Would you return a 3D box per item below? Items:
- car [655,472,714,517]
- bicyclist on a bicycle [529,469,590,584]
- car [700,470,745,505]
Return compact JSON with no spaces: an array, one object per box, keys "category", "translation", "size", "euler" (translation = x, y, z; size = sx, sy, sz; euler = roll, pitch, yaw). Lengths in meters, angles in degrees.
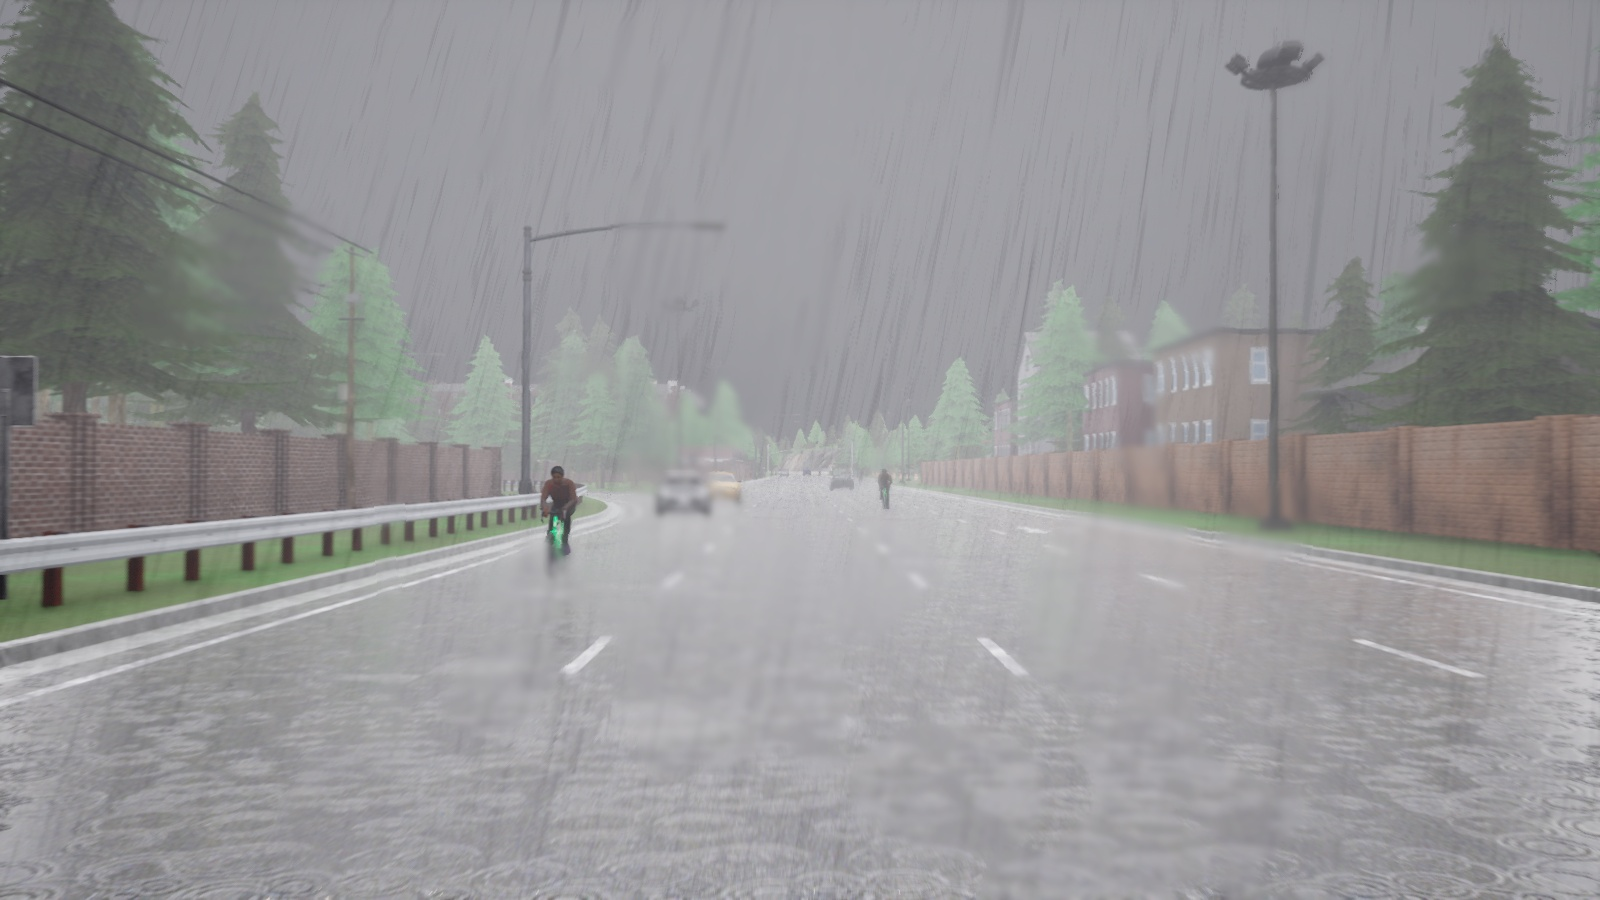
[{"category":"car","translation":[-4.027,1.529,43.932],"size":[1.970,1.475,3.806],"euler":[0,-1,-5]},{"category":"bicyclist on a bicycle","translation":[-3.546,1.092,18.607],"size":[0.582,1.620,1.656],"euler":[0,-1,0]},{"category":"car","translation":[-3.646,1.768,59.940],"size":[1.801,1.575,5.366],"euler":[0,-1,0]}]
